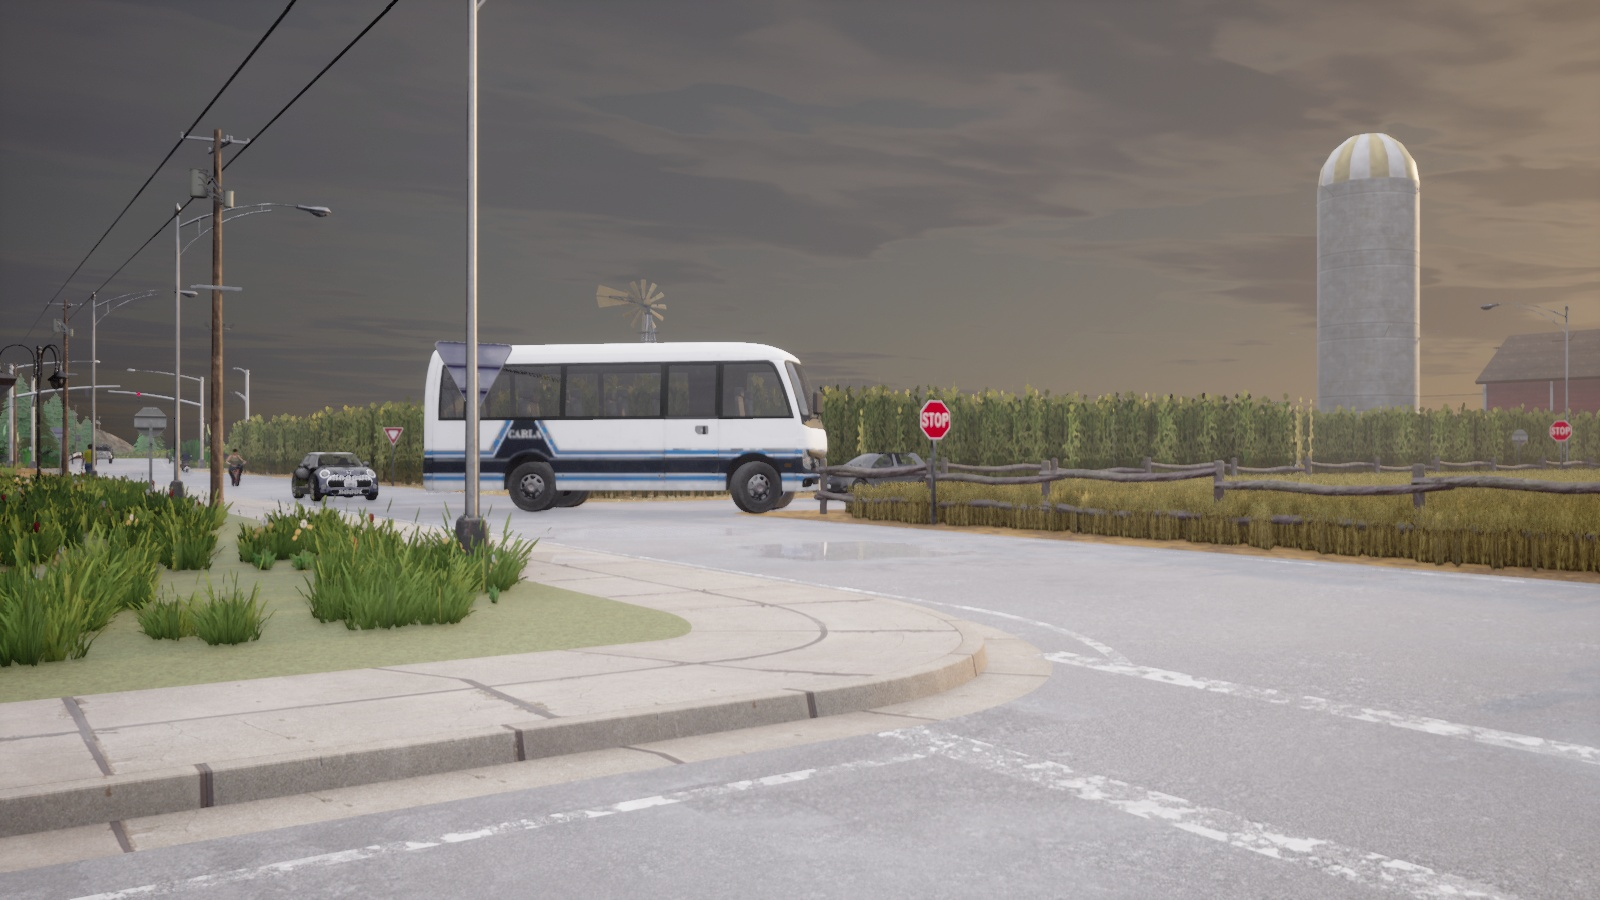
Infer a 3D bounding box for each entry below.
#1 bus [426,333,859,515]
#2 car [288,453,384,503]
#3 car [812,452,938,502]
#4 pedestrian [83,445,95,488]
[{"bbox_3d":[-3.839,-0.564,32.148,10.273,4.253,3.944,0,0,9],"label":"bus"},{"bbox_3d":[-14.474,0.829,39.057,1.970,1.475,3.806,0,0,-34],"label":"car"},{"bbox_3d":[2.392,0.834,40.052,3.633,1.501,1.845,0,0,-34],"label":"car"},{"bbox_3d":[-30.461,0.712,53.805,0.354,1.836,0.706,0,0,-35],"label":"pedestrian"}]
